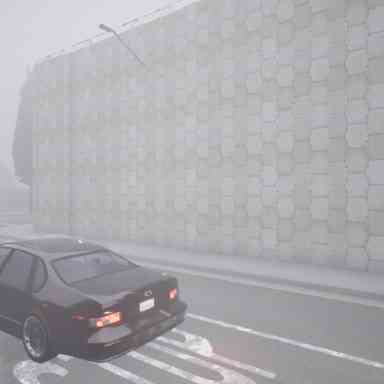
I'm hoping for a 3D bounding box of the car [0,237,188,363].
[{"bbox_3d":[-2.648,1.547,5.865,5.357,1.411,2.033,0,0,35],"label":"car"}]
